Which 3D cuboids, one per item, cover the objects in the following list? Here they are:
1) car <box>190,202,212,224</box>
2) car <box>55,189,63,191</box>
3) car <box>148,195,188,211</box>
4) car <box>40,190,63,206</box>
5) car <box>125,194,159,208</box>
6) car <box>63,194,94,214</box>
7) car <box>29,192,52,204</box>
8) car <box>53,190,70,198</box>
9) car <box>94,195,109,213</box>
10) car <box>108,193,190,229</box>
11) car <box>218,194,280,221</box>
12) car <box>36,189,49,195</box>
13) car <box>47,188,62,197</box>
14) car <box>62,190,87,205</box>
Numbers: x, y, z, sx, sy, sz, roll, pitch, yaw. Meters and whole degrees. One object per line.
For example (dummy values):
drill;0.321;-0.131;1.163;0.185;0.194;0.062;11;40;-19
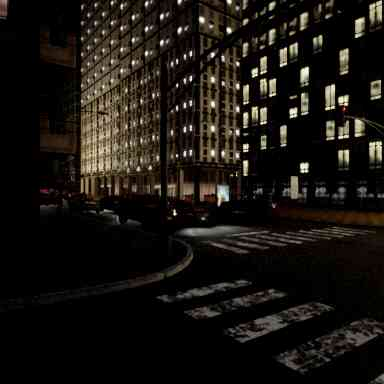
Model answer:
car;-0.721;1.220;21.001;1.812;1.442;4.674;0;1;-36
car;-19.482;0.508;52.122;2.128;1.511;4.902;0;1;-36
car;-2.462;1.070;33.227;1.947;1.339;4.313;1;0;-36
car;-15.733;0.827;37.192;2.008;1.369;4.403;2;0;-36
car;-5.733;0.966;37.707;1.947;1.339;4.313;1;0;-36
car;-9.193;1.067;28.234;1.802;1.307;4.206;2;0;-36
car;-19.004;0.752;41.670;1.802;1.307;4.206;2;0;-36
car;-25.360;0.309;64.587;1.887;1.381;4.507;1;0;-36
car;-6.506;0.988;28.924;1.882;1.535;5.008;0;1;-36
car;-2.644;1.008;19.275;2.192;1.841;5.009;2;0;-36
car;4.087;1.027;24.266;2.192;1.841;5.009;1;0;-36
car;-35.173;-0.011;78.027;1.887;1.381;4.507;1;0;-36
car;-28.628;0.099;69.066;1.967;1.590;4.097;1;0;-36
car;-12.404;0.813;37.018;2.128;1.511;4.902;0;1;-36
